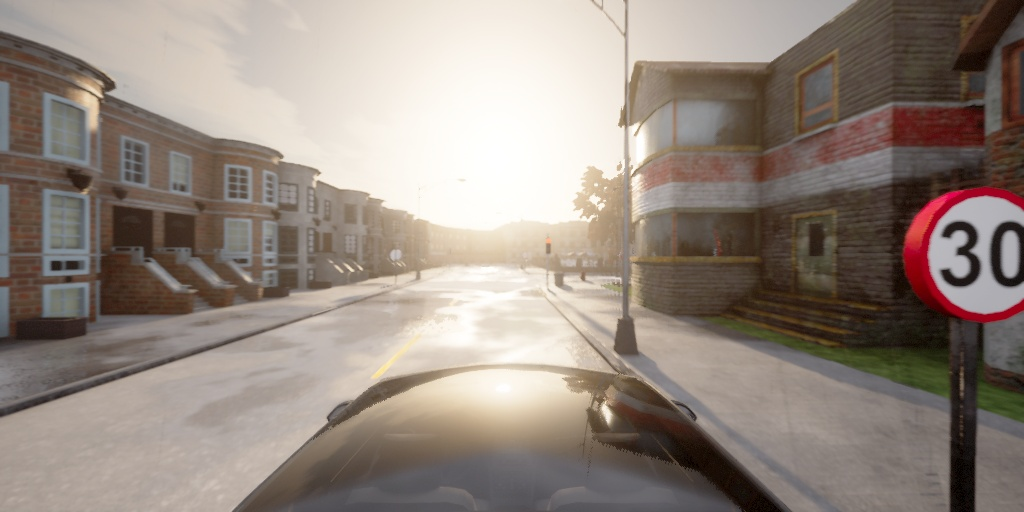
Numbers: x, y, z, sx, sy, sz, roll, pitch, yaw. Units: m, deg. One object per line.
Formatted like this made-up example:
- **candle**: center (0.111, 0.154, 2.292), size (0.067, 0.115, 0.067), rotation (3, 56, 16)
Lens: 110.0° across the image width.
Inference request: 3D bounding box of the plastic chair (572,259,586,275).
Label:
- **plastic chair**: center (8.121, 1.300, 43.317), size (0.730, 1.272, 0.750), rotation (0, 0, -41)

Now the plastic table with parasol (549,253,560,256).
- **plastic table with parasol**: center (8.695, 0.561, 62.658), size (2.482, 2.480, 2.482), rotation (0, 0, -39)

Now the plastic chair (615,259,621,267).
- **plastic chair**: center (13.329, 1.301, 44.429), size (0.730, 1.272, 0.750), rotation (0, 0, -41)

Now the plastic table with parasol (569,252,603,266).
- **plastic table with parasol**: center (9.136, 0.699, 44.084), size (2.482, 2.480, 2.482), rotation (0, 0, -41)

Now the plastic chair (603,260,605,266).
- **plastic chair**: center (15.335, 1.215, 62.367), size (0.750, 1.272, 0.730), rotation (0, 0, -39)

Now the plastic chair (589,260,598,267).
- **plastic chair**: center (10.058, 1.309, 43.130), size (0.750, 1.272, 0.730), rotation (0, 0, -36)

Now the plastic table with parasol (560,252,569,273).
- **plastic table with parasol**: center (8.600, 0.654, 48.563), size (2.482, 2.480, 2.482), rotation (0, 0, -41)

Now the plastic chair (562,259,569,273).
- **plastic chair**: center (7.586, 1.252, 47.797), size (0.730, 1.272, 0.750), rotation (0, 0, -41)

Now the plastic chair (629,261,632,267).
- **plastic chair**: center (15.266, 1.297, 44.241), size (0.750, 1.272, 0.730), rotation (0, 0, -36)

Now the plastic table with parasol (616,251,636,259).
- **plastic table with parasol**: center (14.344, 0.687, 45.195), size (2.482, 2.480, 2.482), rotation (0, 0, -41)
